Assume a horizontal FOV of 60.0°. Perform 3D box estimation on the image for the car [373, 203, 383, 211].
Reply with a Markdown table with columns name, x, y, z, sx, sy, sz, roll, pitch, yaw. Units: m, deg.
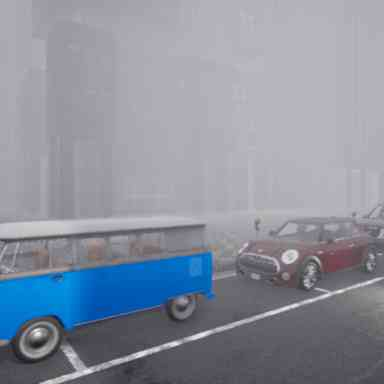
| name | x | y | z | sx | sy | sz | roll | pitch | yaw |
| --- | --- | --- | --- | --- | --- | --- | --- | --- | --- |
| car | 7.684 | 1.290 | 12.139 | 5.009 | 1.841 | 2.192 | 0 | 0 | -36 |

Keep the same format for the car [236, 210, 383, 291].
| name | x | y | z | sx | sy | sz | roll | pitch | yaw |
| --- | --- | --- | --- | --- | --- | --- | --- | --- | --- |
| car | 3.092 | 1.425 | 8.861 | 4.097 | 1.590 | 1.967 | 0 | 0 | -36 |

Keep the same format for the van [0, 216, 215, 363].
| name | x | y | z | sx | sy | sz | roll | pitch | yaw |
| --- | --- | --- | --- | --- | --- | --- | --- | --- | --- |
| van | -1.499 | 1.337 | 5.584 | 3.998 | 1.788 | 1.690 | 0 | 0 | -36 |
